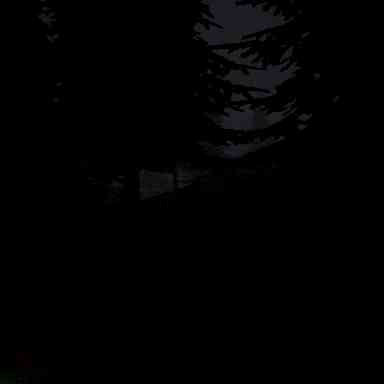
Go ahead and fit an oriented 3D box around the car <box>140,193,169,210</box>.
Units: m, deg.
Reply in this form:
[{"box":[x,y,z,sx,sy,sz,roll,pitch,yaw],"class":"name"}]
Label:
[{"box":[-4.965,1.206,41.328,2.150,2.045,5.566,0,0,37],"class":"car"}]
